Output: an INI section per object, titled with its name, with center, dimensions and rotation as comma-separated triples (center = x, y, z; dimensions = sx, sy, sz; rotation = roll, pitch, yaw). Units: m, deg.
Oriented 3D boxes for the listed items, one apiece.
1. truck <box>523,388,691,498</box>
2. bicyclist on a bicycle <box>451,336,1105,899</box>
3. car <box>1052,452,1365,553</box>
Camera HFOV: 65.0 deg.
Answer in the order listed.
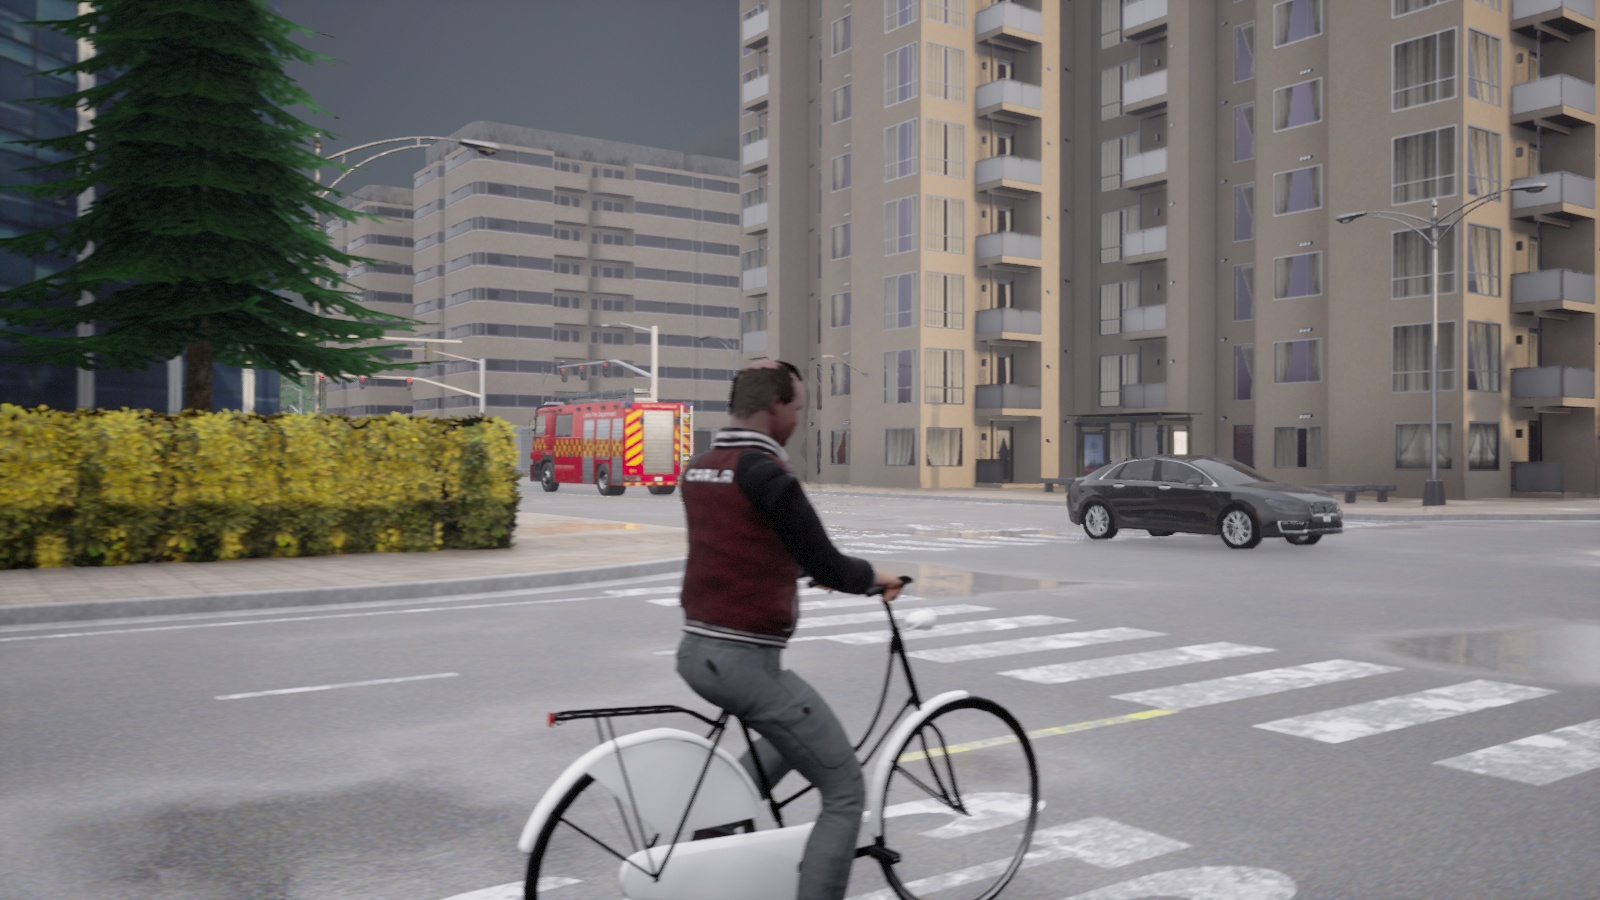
[truck]
center = -7.519, -0.231, 47.857
dimensions = 2.891, 3.827, 8.468
rotation = 0, 0, -35
[bicyclist on a bicycle]
center = 0.003, 0.624, 3.661
dimensions = 1.843, 1.776, 0.659
rotation = 0, 0, -35
[car]
center = 6.715, 0.805, 21.208
dimensions = 1.837, 1.490, 4.892
rotation = 0, -1, -35
